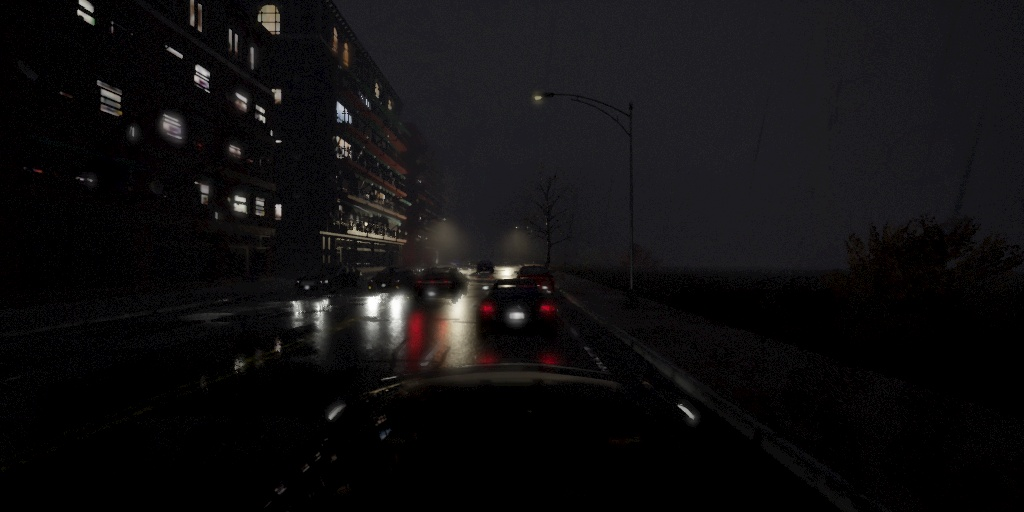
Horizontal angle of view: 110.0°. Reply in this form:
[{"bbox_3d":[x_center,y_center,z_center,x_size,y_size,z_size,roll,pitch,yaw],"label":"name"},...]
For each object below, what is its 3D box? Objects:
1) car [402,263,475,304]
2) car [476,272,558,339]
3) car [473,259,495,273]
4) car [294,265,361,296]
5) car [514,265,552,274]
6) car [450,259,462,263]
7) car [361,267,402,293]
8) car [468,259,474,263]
[{"bbox_3d":[-3.140,1.244,16.457,2.128,1.511,4.902,0,0,0],"label":"car"},{"bbox_3d":[0.108,1.315,10.044,1.994,1.385,4.181,0,0,0],"label":"car"},{"bbox_3d":[-3.118,1.228,42.554,1.882,1.535,5.008,0,0,0],"label":"car"},{"bbox_3d":[-9.837,1.243,19.660,2.128,1.511,4.902,0,0,0],"label":"car"},{"bbox_3d":[1.150,1.230,18.964,1.882,1.535,5.008,0,0,0],"label":"car"},{"bbox_3d":[-9.764,1.274,62.536,1.812,1.442,4.674,0,0,0],"label":"car"},{"bbox_3d":[-6.586,1.316,20.379,1.994,1.385,4.181,0,0,0],"label":"car"},{"bbox_3d":[-6.510,1.253,63.457,1.837,1.490,4.892,0,0,0],"label":"car"}]
